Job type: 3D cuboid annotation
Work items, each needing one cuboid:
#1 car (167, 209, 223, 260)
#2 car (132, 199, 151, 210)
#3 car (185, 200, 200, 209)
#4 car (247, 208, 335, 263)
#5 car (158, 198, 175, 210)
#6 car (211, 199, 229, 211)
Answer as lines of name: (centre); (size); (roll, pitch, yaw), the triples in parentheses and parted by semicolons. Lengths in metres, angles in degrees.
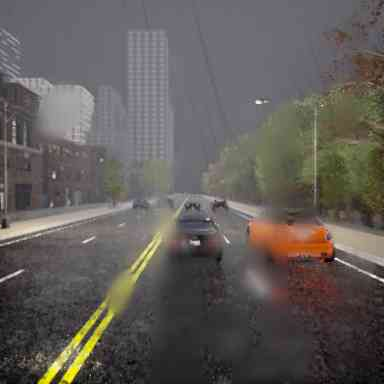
car: (0.097, 1.566, 12.405); (2.033, 1.411, 5.357); (0, 0, 0)
car: (-6.581, 1.610, 43.773); (2.033, 1.411, 5.357); (0, 0, 0)
car: (0.093, 1.663, 43.295); (1.895, 1.301, 4.718); (0, 0, 0)
car: (3.348, 1.370, 12.159); (2.097, 1.767, 4.553); (0, 0, 0)
car: (-3.332, 1.540, 43.666); (1.882, 1.535, 5.008); (0, 0, 0)
car: (3.344, 1.550, 40.635); (2.128, 1.511, 4.902); (0, 0, 0)
